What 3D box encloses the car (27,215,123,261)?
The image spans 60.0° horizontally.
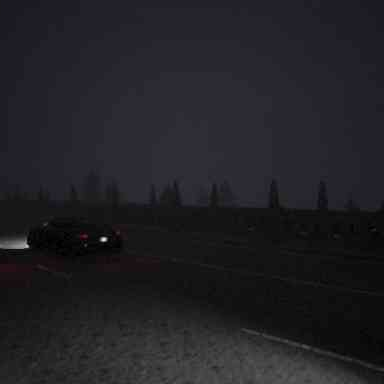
[{"bbox_3d":[-4.474,1.570,12.523,4.181,1.385,1.994,0,0,41],"label":"car"}]
